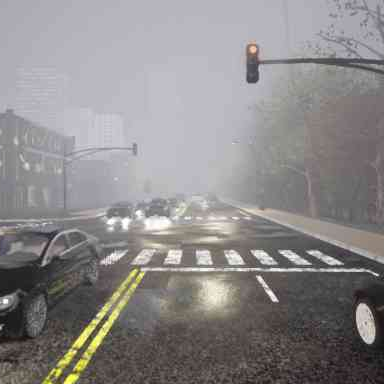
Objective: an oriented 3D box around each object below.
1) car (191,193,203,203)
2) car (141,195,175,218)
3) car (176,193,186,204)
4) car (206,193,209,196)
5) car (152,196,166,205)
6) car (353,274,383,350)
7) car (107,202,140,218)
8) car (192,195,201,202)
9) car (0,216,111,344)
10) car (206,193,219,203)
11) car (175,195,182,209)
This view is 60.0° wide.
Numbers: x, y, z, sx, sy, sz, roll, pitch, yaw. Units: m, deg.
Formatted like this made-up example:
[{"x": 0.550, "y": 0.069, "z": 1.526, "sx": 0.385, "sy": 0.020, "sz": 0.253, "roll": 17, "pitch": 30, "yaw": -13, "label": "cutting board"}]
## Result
[{"x": 1.071, "y": 1.197, "z": 66.094, "sx": 2.150, "sy": 2.045, "sz": 5.566, "roll": 0, "pitch": 0, "yaw": 1, "label": "car"}, {"x": -2.915, "y": 1.344, "z": 29.652, "sx": 2.097, "sy": 1.767, "sz": 4.553, "roll": 0, "pitch": 0, "yaw": 1, "label": "car"}, {"x": -2.326, "y": 1.199, "z": 65.533, "sx": 2.150, "sy": 2.045, "sz": 5.566, "roll": 0, "pitch": 0, "yaw": 1, "label": "car"}, {"x": 4.373, "y": 1.195, "z": 76.594, "sx": 2.150, "sy": 2.045, "sz": 5.566, "roll": 0, "pitch": 0, "yaw": 1, "label": "car"}, {"x": -5.729, "y": 1.457, "z": 58.084, "sx": 1.882, "sy": 1.535, "sz": 5.008, "roll": 0, "pitch": 0, "yaw": 1, "label": "car"}, {"x": 3.393, "y": 1.477, "z": 3.176, "sx": 1.882, "sy": 1.535, "sz": 5.008, "roll": 0, "pitch": 0, "yaw": 1, "label": "car"}, {"x": -6.168, "y": 1.557, "z": 29.523, "sx": 1.994, "sy": 1.385, "sz": 4.181, "roll": 0, "pitch": 0, "yaw": 1, "label": "car"}, {"x": 1.124, "y": 1.509, "z": 76.718, "sx": 2.033, "sy": 1.411, "sz": 5.357, "roll": 0, "pitch": 0, "yaw": 1, "label": "car"}, {"x": -3.254, "y": 1.490, "z": 6.591, "sx": 2.128, "sy": 1.511, "sz": 4.902, "roll": 0, "pitch": 0, "yaw": 1, "label": "car"}, {"x": 4.320, "y": 1.480, "z": 66.131, "sx": 1.837, "sy": 1.490, "sz": 4.892, "roll": 0, "pitch": 0, "yaw": 1, "label": "car"}, {"x": -2.692, "y": 1.492, "z": 44.884, "sx": 1.837, "sy": 1.490, "sz": 4.892, "roll": 0, "pitch": 0, "yaw": 1, "label": "car"}]
